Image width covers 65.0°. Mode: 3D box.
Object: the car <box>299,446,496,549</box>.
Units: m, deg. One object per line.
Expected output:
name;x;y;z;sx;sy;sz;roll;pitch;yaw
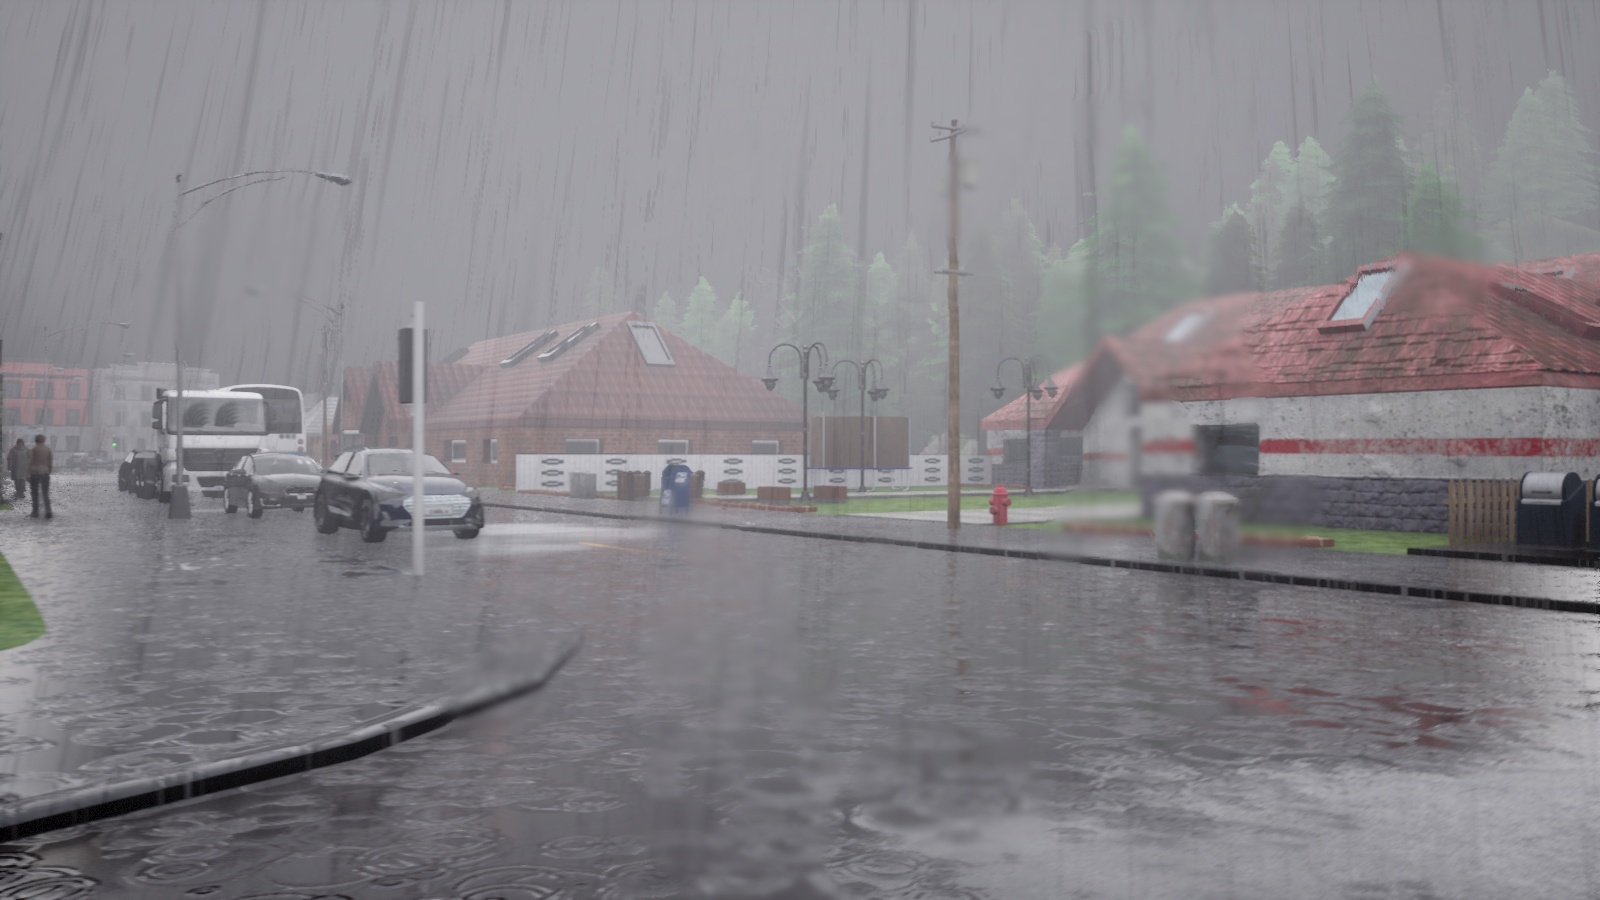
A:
car;-7.370;0.766;22.640;2.033;1.649;4.856;0;0;-35

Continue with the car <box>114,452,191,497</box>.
car;-24.953;0.894;48.288;2.033;1.649;4.856;0;0;-34

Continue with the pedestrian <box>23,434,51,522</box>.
pedestrian;-16.199;0.582;26.656;0.634;1.846;0.331;0;0;41

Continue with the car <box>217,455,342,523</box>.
car;-12.675;0.880;30.387;1.837;1.490;4.892;0;0;-34

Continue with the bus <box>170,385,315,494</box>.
bus;-24.398;-0.394;54.563;3.944;4.253;10.273;0;0;-34

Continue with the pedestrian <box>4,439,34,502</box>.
pedestrian;-24.855;0.647;39.969;0.659;1.952;0.873;0;0;-21

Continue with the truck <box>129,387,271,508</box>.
truck;-19.219;-0.060;39.932;2.891;3.462;7.936;0;0;-34
